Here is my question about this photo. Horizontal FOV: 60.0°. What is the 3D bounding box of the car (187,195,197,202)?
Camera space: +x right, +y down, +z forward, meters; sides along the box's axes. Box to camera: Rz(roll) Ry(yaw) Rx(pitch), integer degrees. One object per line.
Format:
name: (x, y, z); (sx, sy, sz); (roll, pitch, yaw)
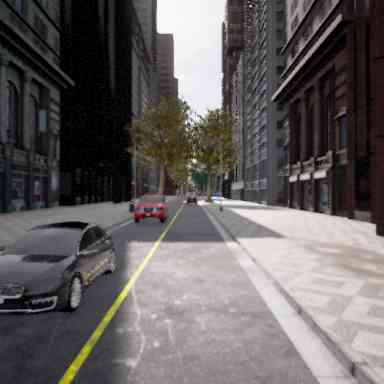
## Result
car: (-0.004, 1.410, 70.362); (1.994, 1.385, 4.181); (0, 0, 0)

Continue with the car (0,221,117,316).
car: (-3.069, 1.503, 7.731); (1.837, 1.490, 4.892); (0, 0, 0)

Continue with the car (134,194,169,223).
car: (-3.006, 1.207, 25.686); (2.150, 2.045, 5.566); (0, 0, 0)

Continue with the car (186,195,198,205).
car: (-0.003, 1.464, 59.908); (1.882, 1.535, 5.008); (0, 0, 0)
